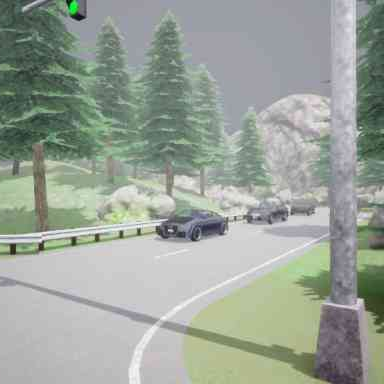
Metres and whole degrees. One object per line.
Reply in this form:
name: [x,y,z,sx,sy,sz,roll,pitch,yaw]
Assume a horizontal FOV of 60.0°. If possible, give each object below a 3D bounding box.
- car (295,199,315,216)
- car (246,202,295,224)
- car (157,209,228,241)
car: [11.254,1.520,33.608,1.837,1.490,4.892,0,0,27]
car: [5.730,1.507,25.012,2.128,1.511,4.902,0,0,34]
car: [0.142,1.579,16.785,1.994,1.385,4.181,0,0,34]
